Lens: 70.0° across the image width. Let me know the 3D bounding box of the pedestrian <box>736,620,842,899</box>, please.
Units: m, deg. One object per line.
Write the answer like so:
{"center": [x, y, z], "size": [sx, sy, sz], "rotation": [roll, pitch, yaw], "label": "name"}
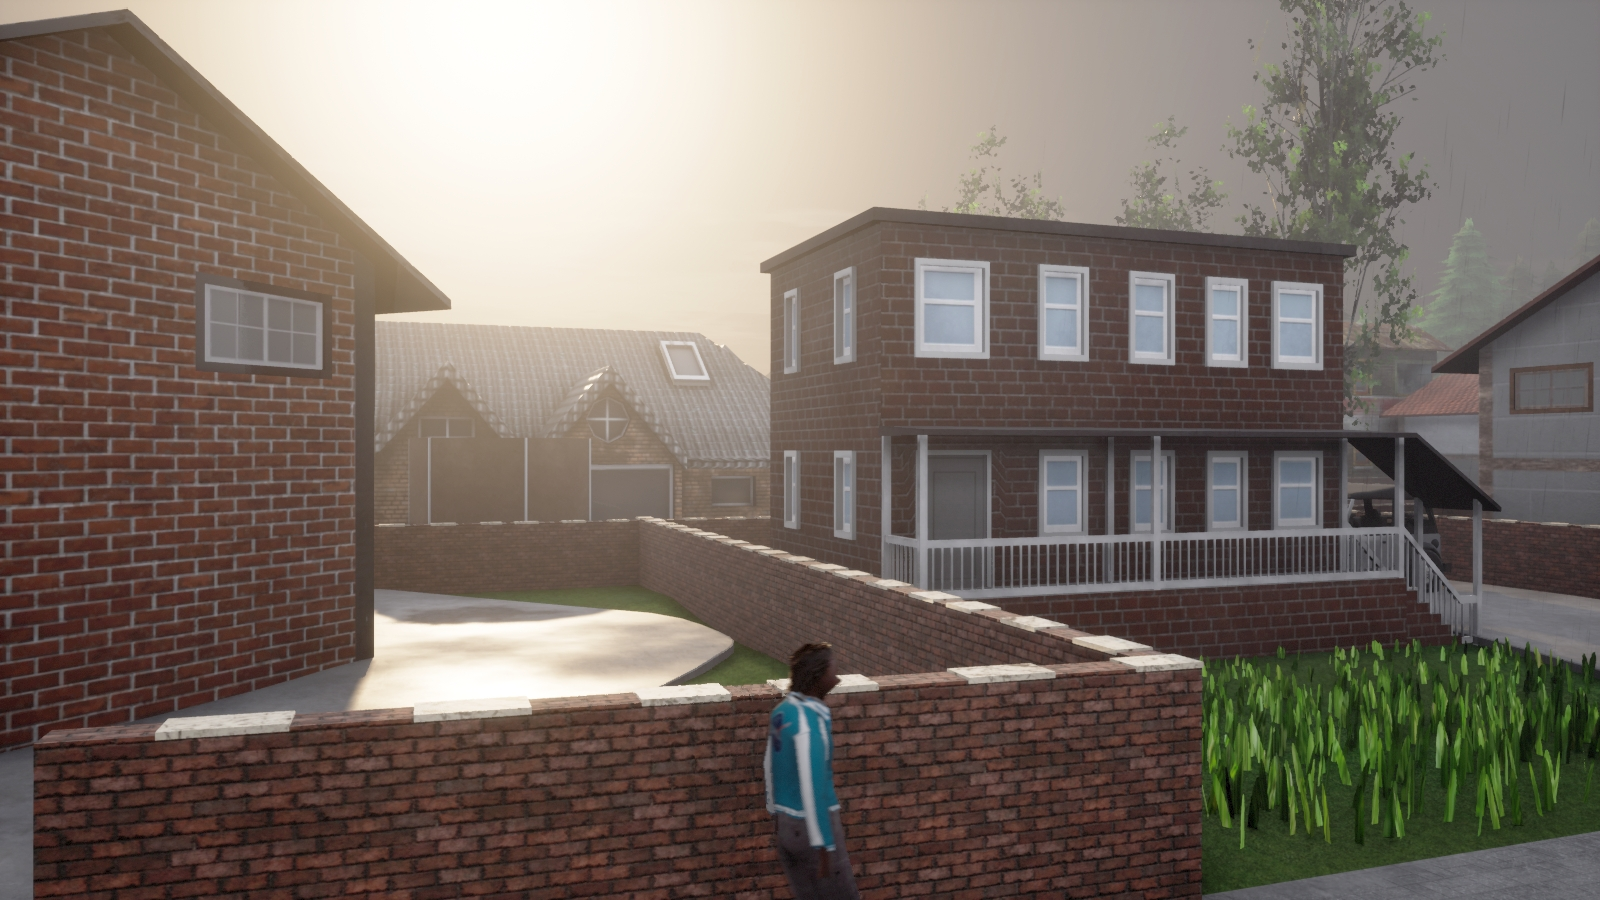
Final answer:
{"center": [-0.055, 1.748, 5.252], "size": [0.375, 1.860, 0.375], "rotation": [0, 0, -22], "label": "pedestrian"}
